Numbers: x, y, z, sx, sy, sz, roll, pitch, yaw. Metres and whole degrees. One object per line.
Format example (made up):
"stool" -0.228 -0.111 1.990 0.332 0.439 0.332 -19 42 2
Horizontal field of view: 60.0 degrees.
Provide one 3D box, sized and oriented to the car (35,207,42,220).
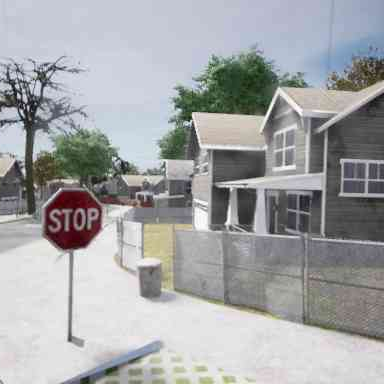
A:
"car" -14.827 2.087 34.741 2.128 1.511 4.902 1 -1 -8
